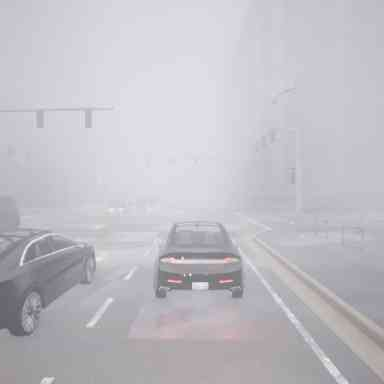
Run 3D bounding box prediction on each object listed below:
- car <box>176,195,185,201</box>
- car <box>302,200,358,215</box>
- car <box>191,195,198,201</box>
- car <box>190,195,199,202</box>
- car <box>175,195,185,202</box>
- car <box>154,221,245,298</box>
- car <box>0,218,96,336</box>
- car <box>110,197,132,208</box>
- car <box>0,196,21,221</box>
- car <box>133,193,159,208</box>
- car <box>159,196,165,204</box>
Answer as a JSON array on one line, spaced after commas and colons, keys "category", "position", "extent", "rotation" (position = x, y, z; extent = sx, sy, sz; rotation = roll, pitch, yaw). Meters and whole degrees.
[{"category": "car", "position": [-2.864, 1.517, 85.445], "extent": [2.033, 1.411, 5.357], "rotation": [0, 0, 0]}, {"category": "car", "position": [13.456, 1.490, 32.929], "extent": [5.357, 1.411, 2.033], "rotation": [0, 0, 0]}, {"category": "car", "position": [0.636, 1.455, 85.419], "extent": [1.882, 1.535, 5.008], "rotation": [0, 0, 0]}, {"category": "car", "position": [0.568, 1.587, 76.374], "extent": [1.895, 1.301, 4.718], "rotation": [0, 0, 0]}, {"category": "car", "position": [-2.937, 1.492, 75.743], "extent": [1.837, 1.490, 4.892], "rotation": [0, 0, 0]}, {"category": "car", "position": [0.139, 1.491, 8.467], "extent": [2.128, 1.511, 4.902], "rotation": [0, 0, 0]}, {"category": "car", "position": [-3.396, 1.491, 6.649], "extent": [2.128, 1.511, 4.902], "rotation": [0, 0, 1]}, {"category": "car", "position": [-10.249, 1.560, 47.117], "extent": [1.994, 1.385, 4.181], "rotation": [0, 0, 0]}, {"category": "car", "position": [-10.495, 1.213, 16.001], "extent": [2.150, 2.045, 5.566], "rotation": [0, 0, 1]}, {"category": "car", "position": [-6.721, 1.218, 49.435], "extent": [2.150, 2.045, 5.566], "rotation": [0, 0, 2]}, {"category": "car", "position": [-6.631, 1.486, 59.648], "extent": [2.128, 1.511, 4.902], "rotation": [0, 0, 1]}]
